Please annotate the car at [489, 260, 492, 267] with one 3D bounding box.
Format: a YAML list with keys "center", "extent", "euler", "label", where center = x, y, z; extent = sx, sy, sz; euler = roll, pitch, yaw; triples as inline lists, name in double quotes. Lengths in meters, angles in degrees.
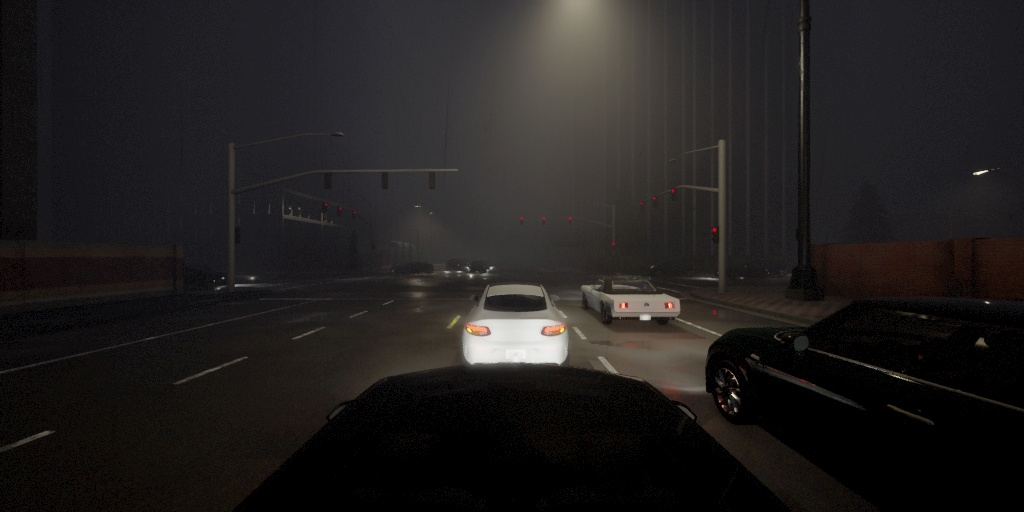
- center: [-4.483, 1.276, 55.348]
  extent: [1.812, 1.442, 4.674]
  euler: [0, 0, -1]
  label: "car"

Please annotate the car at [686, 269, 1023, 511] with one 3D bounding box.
- center: [3.599, 1.102, 2.893]
  extent: [2.097, 1.767, 4.553]
  euler: [0, 0, 0]
  label: "car"

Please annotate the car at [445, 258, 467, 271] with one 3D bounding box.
- center: [-7.899, 1.102, 49.325]
  extent: [2.097, 1.767, 4.553]
  euler: [0, 0, -1]
  label: "car"

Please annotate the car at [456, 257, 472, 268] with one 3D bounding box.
- center: [-8.066, 1.102, 60.952]
  extent: [2.097, 1.767, 4.553]
  euler: [0, 0, -1]
  label: "car"

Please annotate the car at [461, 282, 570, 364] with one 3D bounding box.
- center: [0.059, 1.276, 7.577]
  extent: [1.812, 1.442, 4.674]
  euler: [0, 0, 0]
  label: "car"

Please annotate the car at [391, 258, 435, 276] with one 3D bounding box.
- center: [-10.259, 1.243, 37.289]
  extent: [2.128, 1.511, 4.902]
  euler: [1, 0, 36]
  label: "car"

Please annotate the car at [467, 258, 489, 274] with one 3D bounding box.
- center: [-4.002, 1.228, 42.458]
  extent: [1.882, 1.535, 5.008]
  euler: [0, 0, -5]
  label: "car"

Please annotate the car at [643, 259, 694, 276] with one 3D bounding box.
- center: [15.338, 1.102, 35.147]
  extent: [4.553, 1.767, 2.097]
  euler: [0, 0, 0]
  label: "car"

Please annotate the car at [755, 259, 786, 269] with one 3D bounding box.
- center: [24.230, 1.102, 35.229]
  extent: [4.553, 1.767, 2.097]
  euler: [0, 0, 0]
  label: "car"

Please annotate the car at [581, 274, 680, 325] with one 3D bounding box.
- center: [3.563, 1.351, 11.795]
  extent: [1.895, 1.301, 4.718]
  euler: [0, 0, 0]
  label: "car"

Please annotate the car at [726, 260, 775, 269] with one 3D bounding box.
- center: [20.189, 1.314, 31.693]
  extent: [4.181, 1.385, 1.994]
  euler: [0, 0, -1]
  label: "car"

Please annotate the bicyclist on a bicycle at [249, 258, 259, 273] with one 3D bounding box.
- center: [-28.409, 1.051, 39.513]
  extent: [0.582, 1.620, 1.656]
  euler: [0, 0, -1]
  label: "bicyclist on a bicycle"

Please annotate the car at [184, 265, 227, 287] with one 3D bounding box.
- center: [-21.419, 1.314, 24.093]
  extent: [4.181, 1.385, 1.994]
  euler: [0, 0, 0]
  label: "car"
